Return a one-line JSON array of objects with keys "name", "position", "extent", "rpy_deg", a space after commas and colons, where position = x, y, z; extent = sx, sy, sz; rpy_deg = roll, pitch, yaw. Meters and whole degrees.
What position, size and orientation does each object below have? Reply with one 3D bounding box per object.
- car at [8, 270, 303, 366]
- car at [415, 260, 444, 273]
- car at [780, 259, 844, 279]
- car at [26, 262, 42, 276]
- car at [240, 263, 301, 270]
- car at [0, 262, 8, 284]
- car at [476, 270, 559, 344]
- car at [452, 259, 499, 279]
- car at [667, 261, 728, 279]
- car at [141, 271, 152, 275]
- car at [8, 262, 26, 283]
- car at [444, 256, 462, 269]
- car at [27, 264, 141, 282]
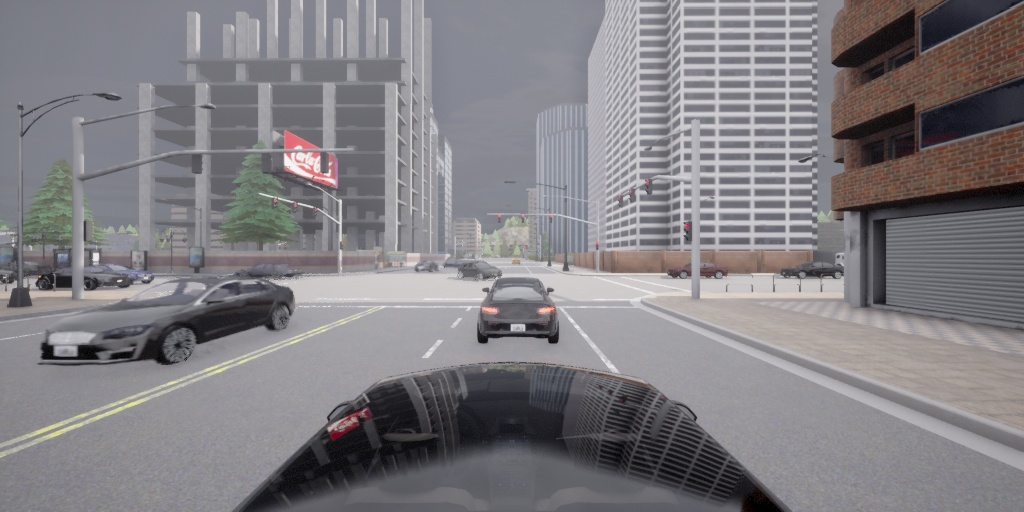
[{"name": "car", "position": [-7.042, 1.241, 8.132], "extent": [2.128, 1.511, 4.902], "rpy_deg": [0, 0, 1]}, {"name": "car", "position": [-10.205, 1.241, 43.116], "extent": [2.128, 1.511, 4.902], "rpy_deg": [0, 0, 3]}, {"name": "car", "position": [26.664, 1.228, 31.838], "extent": [5.008, 1.535, 1.882], "rpy_deg": [0, 0, 0]}, {"name": "car", "position": [-44.617, 1.254, 32.333], "extent": [4.892, 1.490, 1.837], "rpy_deg": [0, 0, 0]}, {"name": "car", "position": [-21.458, 1.297, 31.753], "extent": [5.357, 1.411, 2.033], "rpy_deg": [0, 0, 6]}, {"name": "car", "position": [-34.201, 1.102, 21.566], "extent": [4.553, 1.767, 2.097], "rpy_deg": [0, 0, 0]}, {"name": "car", "position": [0.160, 1.276, 9.502], "extent": [1.812, 1.442, 4.674], "rpy_deg": [0, 0, 1]}, {"name": "car", "position": [-2.800, 1.255, 30.096], "extent": [1.837, 1.490, 4.892], "rpy_deg": [-2, 2, -39]}, {"name": "car", "position": [16.471, 1.228, 31.918], "extent": [5.008, 1.535, 1.882], "rpy_deg": [0, 0, 0]}, {"name": "car", "position": [-27.857, 1.276, 25.020], "extent": [4.674, 1.442, 1.812], "rpy_deg": [0, 0, 0]}, {"name": "car", "position": [-37.846, 1.255, 25.091], "extent": [4.892, 1.490, 1.837], "rpy_deg": [0, 0, 0]}, {"name": "car", "position": [-9.913, 1.103, 58.545], "extent": [2.097, 1.767, 4.553], "rpy_deg": [0, 0, 1]}, {"name": "car", "position": [-25.503, 1.314, 21.503], "extent": [4.181, 1.385, 1.994], "rpy_deg": [0, 0, 0]}]
